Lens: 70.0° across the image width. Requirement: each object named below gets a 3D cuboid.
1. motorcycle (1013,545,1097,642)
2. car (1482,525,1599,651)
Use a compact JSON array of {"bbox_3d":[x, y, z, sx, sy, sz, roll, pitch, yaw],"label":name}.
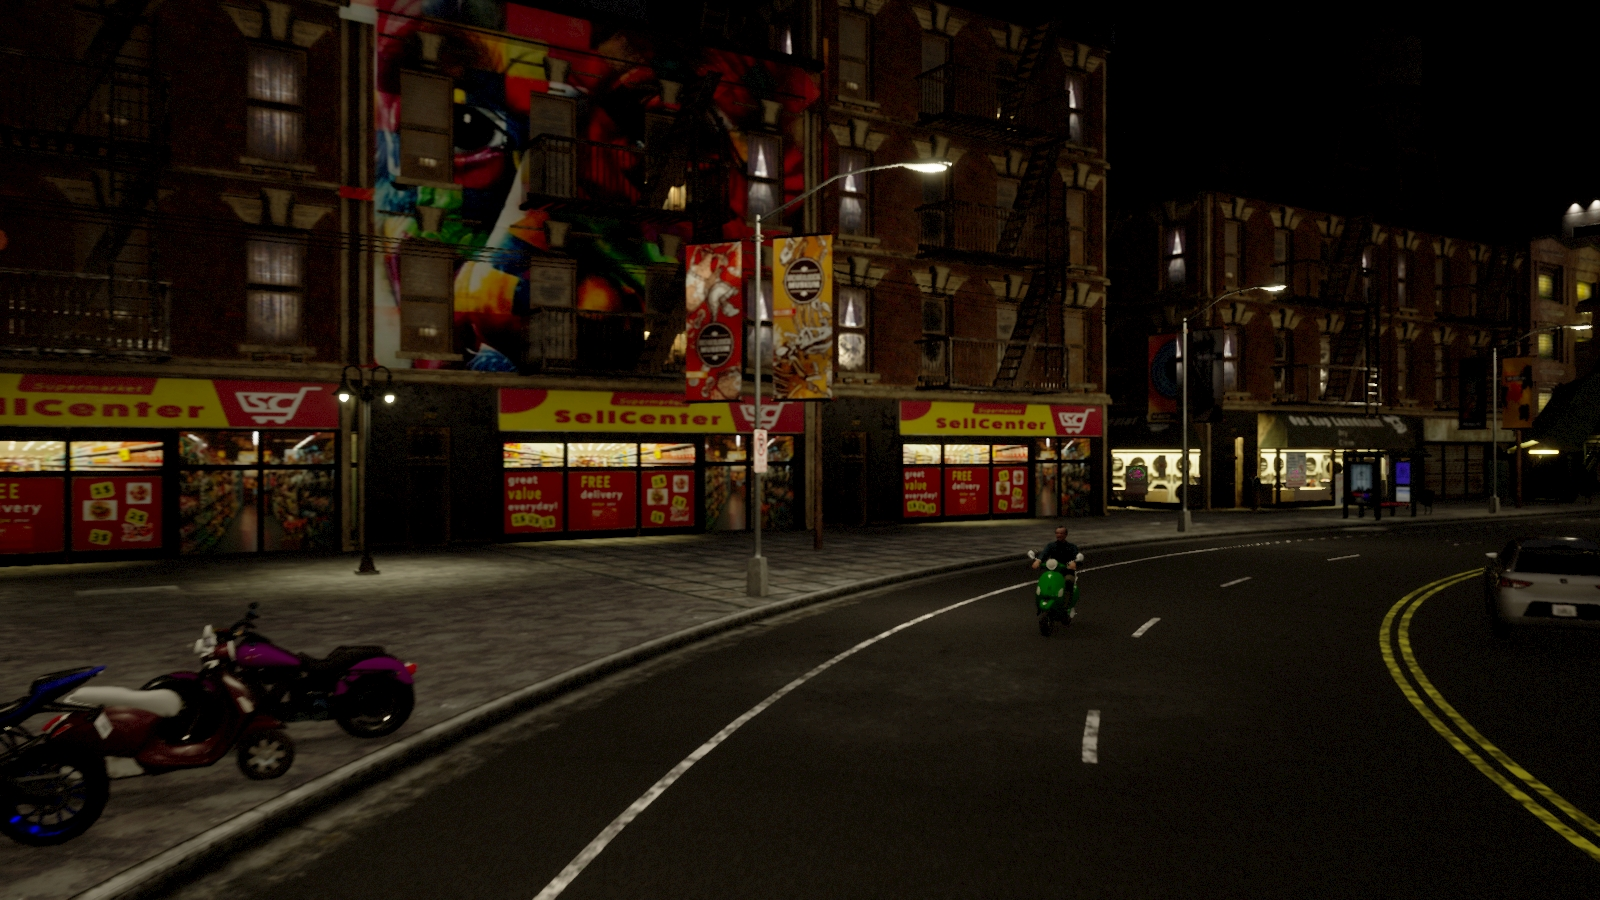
[{"bbox_3d":[3.986,2.183,17.737,0.856,1.236,1.805,2,1,26],"label":"motorcycle"},{"bbox_3d":[11.824,2.069,17.942,1.816,1.474,4.193,0,0,29],"label":"car"}]
